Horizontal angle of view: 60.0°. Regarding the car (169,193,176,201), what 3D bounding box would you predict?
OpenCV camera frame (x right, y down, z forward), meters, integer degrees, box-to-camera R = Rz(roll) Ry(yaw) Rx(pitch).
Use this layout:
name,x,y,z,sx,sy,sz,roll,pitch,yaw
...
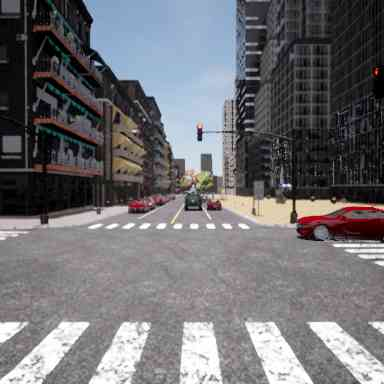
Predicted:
name,x,y,z,sx,sy,sz,roll,pitch,yaw
car,-5.559,1.265,86.251,2.192,1.841,5.009,-1,0,0

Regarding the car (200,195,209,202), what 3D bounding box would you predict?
name,x,y,z,sx,sy,sz,roll,pitch,yaw
car,2.773,1.498,74.997,1.887,1.381,4.507,-1,0,0

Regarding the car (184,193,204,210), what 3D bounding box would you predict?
name,x,y,z,sx,sy,sz,roll,pitch,yaw
car,0.187,1.189,42.987,2.150,2.045,5.566,0,0,1

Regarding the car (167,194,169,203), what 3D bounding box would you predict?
name,x,y,z,sx,sy,sz,roll,pitch,yaw
car,-5.604,1.400,58.006,1.967,1.590,4.097,-1,0,0

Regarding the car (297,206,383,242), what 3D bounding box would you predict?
name,x,y,z,sx,sy,sz,roll,pitch,yaw
car,7.428,1.413,15.330,5.008,1.535,1.882,0,1,8

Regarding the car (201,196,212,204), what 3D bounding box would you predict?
name,x,y,z,sx,sy,sz,roll,pitch,yaw
car,2.754,1.509,63.698,2.008,1.369,4.403,-1,0,0

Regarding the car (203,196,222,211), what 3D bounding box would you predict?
name,x,y,z,sx,sy,sz,roll,pitch,yaw
car,2.716,1.513,41.103,1.887,1.381,4.507,-1,0,0

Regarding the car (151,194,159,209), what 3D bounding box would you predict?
name,x,y,z,sx,sy,sz,roll,pitch,yaw
car,-5.633,1.409,41.060,1.967,1.590,4.097,-1,0,0

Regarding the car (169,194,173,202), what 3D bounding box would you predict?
name,x,y,z,sx,sy,sz,roll,pitch,yaw
car,-5.583,1.538,69.305,1.802,1.307,4.206,-1,0,0

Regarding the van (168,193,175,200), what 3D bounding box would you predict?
name,x,y,z,sx,sy,sz,roll,pitch,yaw
van,-5.548,1.290,91.899,1.690,1.788,3.998,-1,0,0

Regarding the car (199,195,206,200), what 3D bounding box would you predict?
name,x,y,z,sx,sy,sz,roll,pitch,yaw
car,2.802,1.474,92.114,1.752,1.417,4.829,-1,0,0

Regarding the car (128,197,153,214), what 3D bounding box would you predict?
name,x,y,z,sx,sy,sz,roll,pitch,yaw
car,-5.641,1.517,35.411,1.887,1.381,4.507,-1,0,0

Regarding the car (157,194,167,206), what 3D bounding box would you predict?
name,x,y,z,sx,sy,sz,roll,pitch,yaw
car,-5.616,1.278,52.358,2.192,1.841,5.009,-1,0,0
